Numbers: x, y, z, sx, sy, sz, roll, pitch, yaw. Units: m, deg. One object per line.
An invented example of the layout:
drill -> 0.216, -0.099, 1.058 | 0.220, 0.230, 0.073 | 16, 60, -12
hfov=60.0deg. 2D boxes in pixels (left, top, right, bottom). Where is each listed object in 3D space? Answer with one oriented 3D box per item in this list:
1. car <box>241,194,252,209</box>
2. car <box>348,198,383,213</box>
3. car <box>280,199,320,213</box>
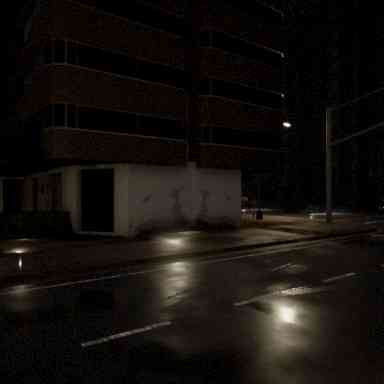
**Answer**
car -> 6.121, 1.478, 45.860 | 1.882, 1.535, 5.008 | 0, 0, -35
car -> 20.479, 1.477, 38.052 | 1.882, 1.535, 5.008 | 0, 0, -36
car -> 12.115, 1.526, 37.590 | 1.812, 1.442, 4.674 | 0, 0, -36
